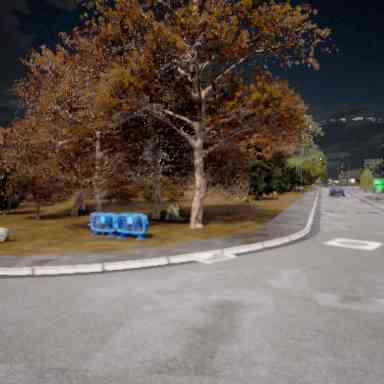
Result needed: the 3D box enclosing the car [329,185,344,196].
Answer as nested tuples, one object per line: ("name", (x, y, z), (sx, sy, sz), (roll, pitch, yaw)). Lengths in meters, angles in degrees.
("car", (22.982, -0.296, 52.877), (2.097, 1.767, 4.553), (1, 2, 21))
